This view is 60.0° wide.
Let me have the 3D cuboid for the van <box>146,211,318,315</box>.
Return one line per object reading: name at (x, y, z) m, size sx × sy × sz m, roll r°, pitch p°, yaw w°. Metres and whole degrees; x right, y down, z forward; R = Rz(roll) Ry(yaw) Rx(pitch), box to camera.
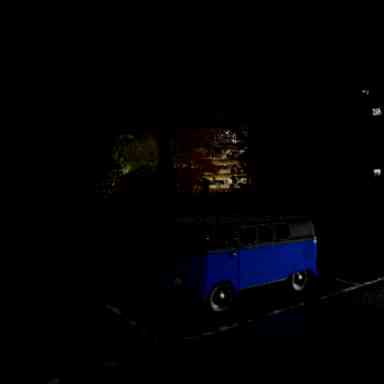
van at (1.017, 1.340, 7.289) m, size 3.998 × 1.788 × 1.690 m, roll 0°, pitch 0°, yaw -35°
